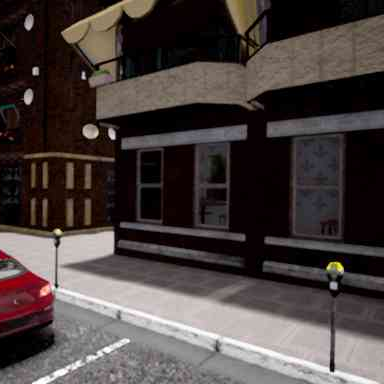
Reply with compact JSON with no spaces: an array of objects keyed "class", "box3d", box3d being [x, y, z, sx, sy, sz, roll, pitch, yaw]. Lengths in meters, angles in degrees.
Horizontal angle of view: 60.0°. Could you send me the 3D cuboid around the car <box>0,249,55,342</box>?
[{"class":"car","box3d":[-3.967,1.549,5.536,4.206,1.307,1.802,0,1,35]}]
